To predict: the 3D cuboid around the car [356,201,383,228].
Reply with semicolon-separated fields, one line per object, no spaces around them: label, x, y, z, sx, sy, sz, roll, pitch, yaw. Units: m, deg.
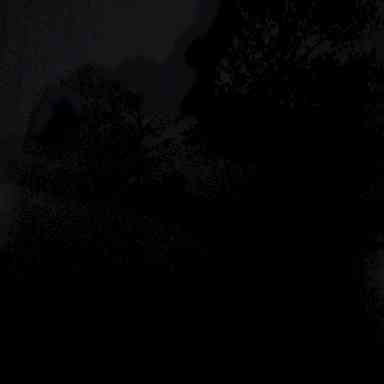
car;15.628;1.727;25.356;5.566;2.045;2.435;-1;-2;32
